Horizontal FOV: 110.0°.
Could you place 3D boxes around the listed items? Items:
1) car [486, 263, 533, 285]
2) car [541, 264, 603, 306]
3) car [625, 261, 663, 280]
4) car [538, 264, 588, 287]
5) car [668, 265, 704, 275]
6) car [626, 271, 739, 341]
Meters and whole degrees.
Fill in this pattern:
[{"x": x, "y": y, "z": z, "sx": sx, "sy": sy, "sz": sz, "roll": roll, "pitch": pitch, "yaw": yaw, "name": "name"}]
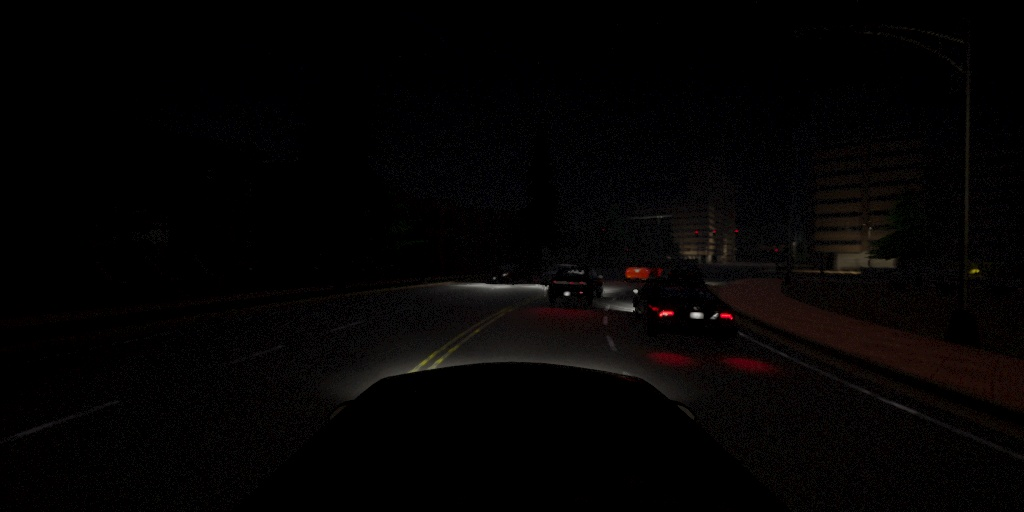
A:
[{"x": -0.029, "y": 1.261, "z": 26.549, "sx": 1.812, "sy": 1.442, "sz": 4.674, "roll": 1, "pitch": 0, "yaw": 31, "name": "car"}, {"x": 2.998, "y": 1.279, "z": 16.334, "sx": 2.128, "sy": 1.511, "sz": 4.902, "roll": 1, "pitch": 0, "yaw": 20, "name": "car"}, {"x": 11.447, "y": 1.256, "z": 30.866, "sx": 2.097, "sy": 1.767, "sz": 4.553, "roll": 1, "pitch": 0, "yaw": 37, "name": "car"}, {"x": 3.802, "y": 1.318, "z": 26.171, "sx": 1.812, "sy": 1.442, "sz": 4.674, "roll": 1, "pitch": 0, "yaw": 33, "name": "car"}, {"x": 13.189, "y": 1.410, "z": 27.128, "sx": 1.882, "sy": 1.535, "sz": 5.008, "roll": 1, "pitch": 0, "yaw": 36, "name": "car"}, {"x": 4.646, "y": 1.362, "z": 10.313, "sx": 2.033, "sy": 1.411, "sz": 5.357, "roll": 1, "pitch": 0, "yaw": 14, "name": "car"}]
